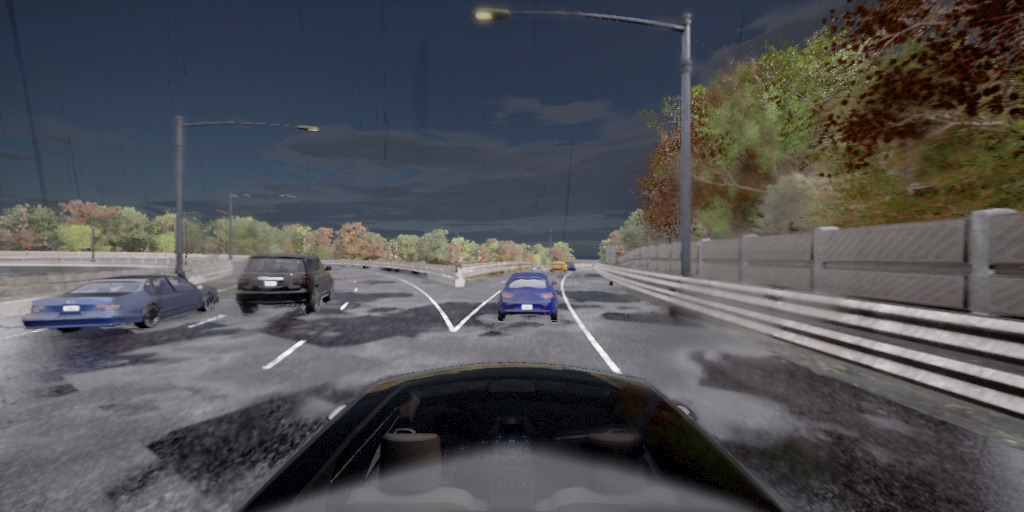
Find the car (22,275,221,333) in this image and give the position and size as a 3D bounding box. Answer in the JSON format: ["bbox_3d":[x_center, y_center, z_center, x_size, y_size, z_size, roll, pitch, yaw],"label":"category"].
[{"bbox_3d":[-11.039,1.273,10.779,2.033,1.411,5.357,0,0,-17],"label":"car"}]

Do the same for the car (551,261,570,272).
[{"bbox_3d":[6.490,1.394,49.214,1.882,1.535,5.008,0,-1,12],"label":"car"}]

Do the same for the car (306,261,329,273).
[{"bbox_3d":[-23.796,1.301,43.871,1.895,1.301,4.718,0,0,-36],"label":"car"}]

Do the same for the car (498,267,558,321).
[{"bbox_3d":[0.583,1.279,12.390,1.812,1.442,4.674,0,0,4],"label":"car"}]

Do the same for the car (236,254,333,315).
[{"bbox_3d":[-8.326,0.952,13.643,2.150,2.045,5.566,0,0,-19],"label":"car"}]
